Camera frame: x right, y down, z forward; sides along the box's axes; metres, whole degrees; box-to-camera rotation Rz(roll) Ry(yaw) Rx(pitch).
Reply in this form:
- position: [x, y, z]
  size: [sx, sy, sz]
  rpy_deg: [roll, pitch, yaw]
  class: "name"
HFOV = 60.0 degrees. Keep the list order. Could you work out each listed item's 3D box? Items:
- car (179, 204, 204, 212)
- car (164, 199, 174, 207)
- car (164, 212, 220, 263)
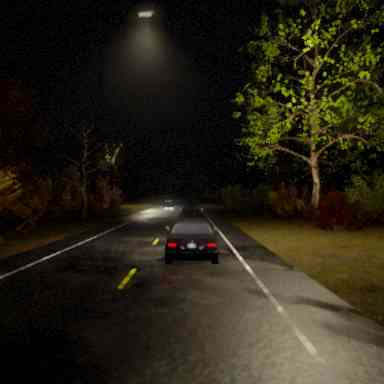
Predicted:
- position: [-0.050, 1.830, 28.491]
  size: [1.837, 1.490, 4.892]
  rpy_deg: [0, 0, 0]
  class: "car"
- position: [-4.604, 2.214, 65.879]
  size: [2.128, 1.511, 4.902]
  rpy_deg: [0, -1, -5]
  class: "car"
- position: [-0.001, 1.690, 12.503]
  size: [2.033, 1.411, 5.357]
  rpy_deg: [0, -1, 0]
  class: "car"
